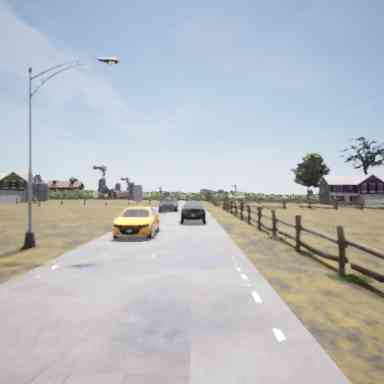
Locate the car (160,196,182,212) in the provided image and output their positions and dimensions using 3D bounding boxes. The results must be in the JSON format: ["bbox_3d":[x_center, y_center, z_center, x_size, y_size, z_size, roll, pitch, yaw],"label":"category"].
[{"bbox_3d":[-2.702,1.431,39.830,2.097,1.767,4.553,0,0,0],"label":"car"}]

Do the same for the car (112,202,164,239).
[{"bbox_3d":[-2.811,1.491,17.505,1.882,1.535,5.008,0,0,0],"label":"car"}]

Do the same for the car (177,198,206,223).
[{"bbox_3d":[0.095,1.515,25.851,1.882,1.535,5.008,0,0,1],"label":"car"}]
